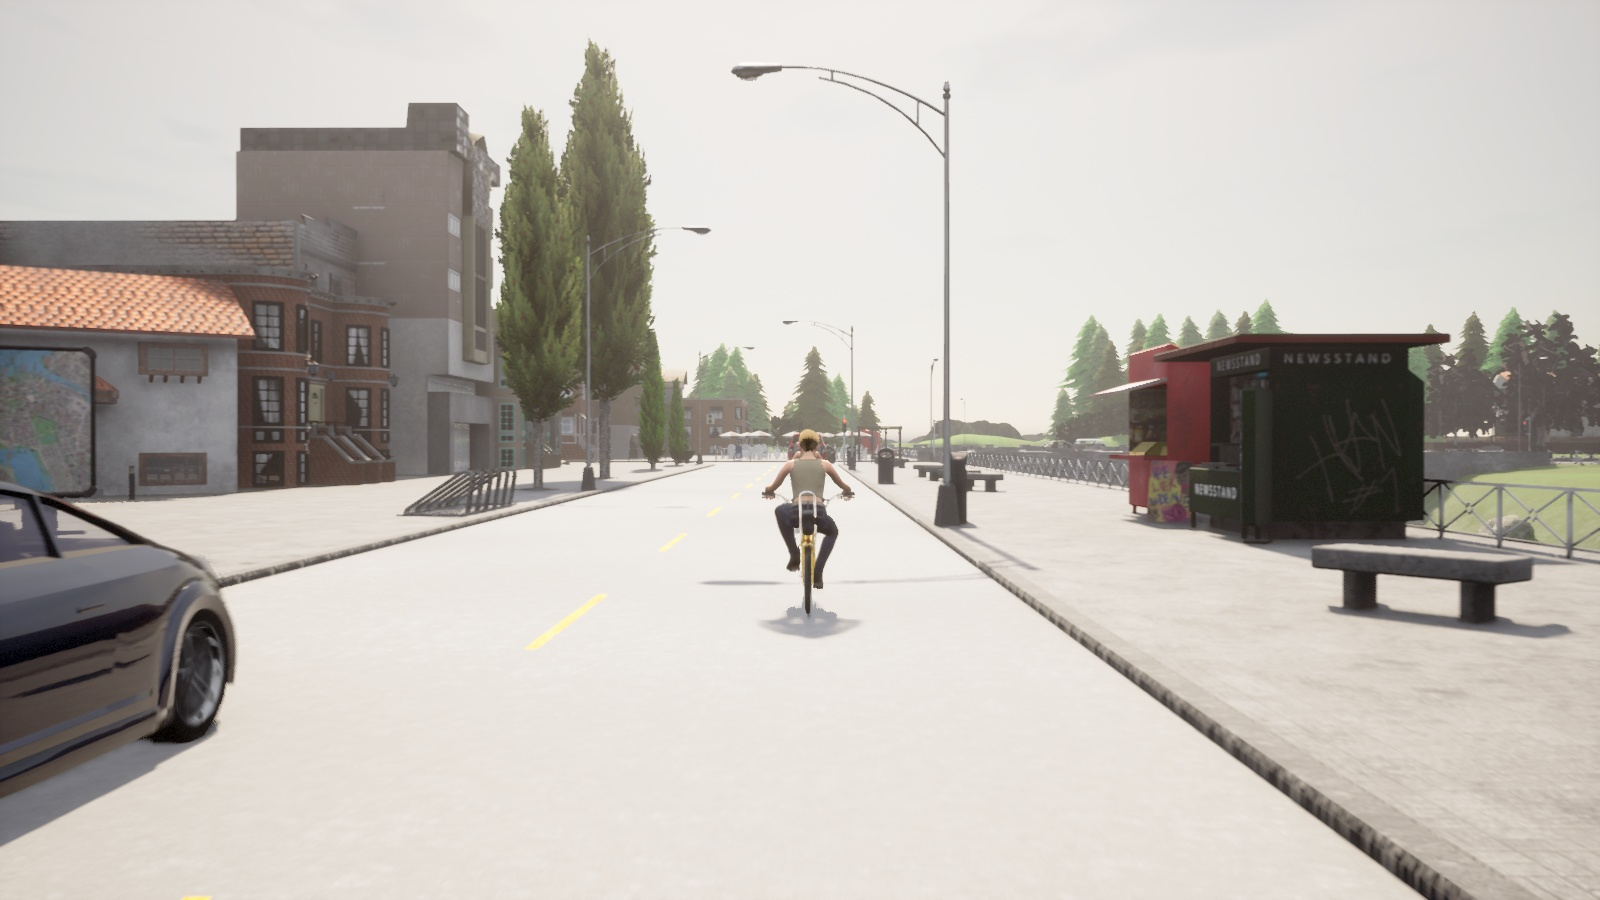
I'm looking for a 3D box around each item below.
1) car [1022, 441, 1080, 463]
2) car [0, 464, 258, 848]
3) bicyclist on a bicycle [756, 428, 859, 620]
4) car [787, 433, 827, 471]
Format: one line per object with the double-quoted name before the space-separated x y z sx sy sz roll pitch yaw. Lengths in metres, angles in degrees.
"car" 18.915 0.126 94.688 3.988 1.617 1.851 0 0 1
"car" -3.958 0.780 4.750 1.994 1.385 4.181 0 0 0
"bicyclist on a bicycle" 0.074 0.619 11.335 0.866 1.612 1.509 0 0 1
"car" 0.404 0.071 70.066 2.150 2.045 5.566 0 0 0
